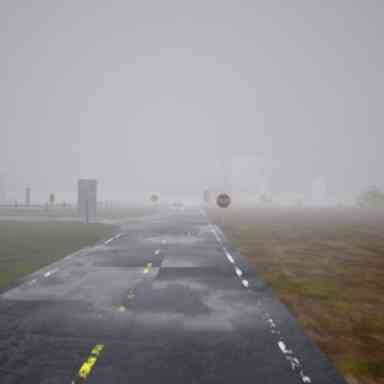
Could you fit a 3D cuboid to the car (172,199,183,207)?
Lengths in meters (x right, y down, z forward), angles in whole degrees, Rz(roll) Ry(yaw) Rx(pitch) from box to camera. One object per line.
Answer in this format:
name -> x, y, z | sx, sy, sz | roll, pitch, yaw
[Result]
car -> -2.746, 2.193, 65.212 | 1.882, 1.535, 5.008 | 0, 0, 0
